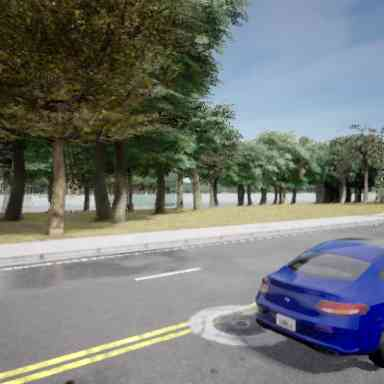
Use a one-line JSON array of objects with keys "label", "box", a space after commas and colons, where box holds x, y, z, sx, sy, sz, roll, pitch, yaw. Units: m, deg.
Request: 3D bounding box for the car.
[{"label": "car", "box": [3.088, 1.520, 5.647, 4.674, 1.442, 1.812, 0, 0, -36]}]
